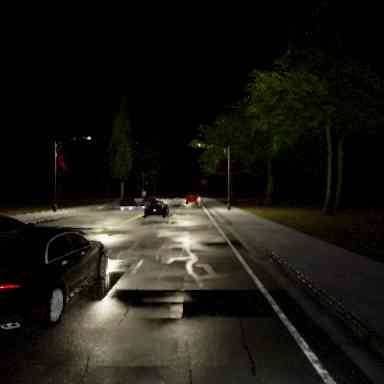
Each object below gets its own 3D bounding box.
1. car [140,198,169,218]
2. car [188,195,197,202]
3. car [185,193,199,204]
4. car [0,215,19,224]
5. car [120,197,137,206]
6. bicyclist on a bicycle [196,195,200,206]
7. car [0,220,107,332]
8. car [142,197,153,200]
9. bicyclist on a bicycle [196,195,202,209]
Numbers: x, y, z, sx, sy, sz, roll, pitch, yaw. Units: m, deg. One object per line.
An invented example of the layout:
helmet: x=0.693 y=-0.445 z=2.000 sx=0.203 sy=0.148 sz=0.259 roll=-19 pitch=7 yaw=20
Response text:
car: x=-3.141 y=1.517 z=29.992 sx=1.994 sy=1.385 sz=4.181 roll=0 pitch=0 yaw=0
car: x=0.026 y=1.427 z=76.029 sx=2.033 sy=1.411 sz=5.357 roll=0 pitch=0 yaw=0
car: x=0.032 y=1.130 z=59.314 sx=2.150 sy=2.045 sz=5.566 roll=0 pitch=0 yaw=0
car: x=-6.597 y=1.460 z=10.064 sx=1.882 sy=1.535 sz=5.008 roll=0 pitch=0 yaw=0
car: x=-9.805 y=1.486 z=51.285 sx=1.994 sy=1.385 sz=4.181 roll=0 pitch=0 yaw=0
bicyclist on a bicycle: x=0.912 y=1.292 z=51.807 sx=0.659 sy=1.776 sz=1.843 roll=0 pitch=0 yaw=0
car: x=-3.148 y=1.493 z=6.896 sx=1.837 sy=1.490 sz=4.892 roll=0 pitch=0 yaw=0
car: x=-6.560 y=1.449 z=50.602 sx=1.812 sy=1.442 sz=4.674 roll=0 pitch=0 yaw=0
bicyclist on a bicycle: x=0.926 y=1.372 z=42.119 sx=0.866 sy=1.612 sz=1.509 roll=0 pitch=0 yaw=0
